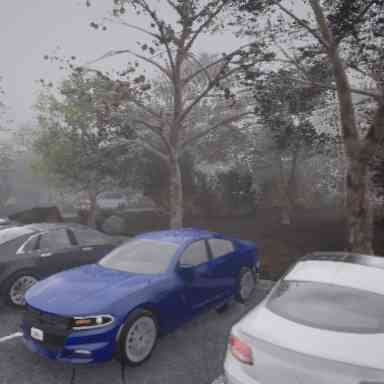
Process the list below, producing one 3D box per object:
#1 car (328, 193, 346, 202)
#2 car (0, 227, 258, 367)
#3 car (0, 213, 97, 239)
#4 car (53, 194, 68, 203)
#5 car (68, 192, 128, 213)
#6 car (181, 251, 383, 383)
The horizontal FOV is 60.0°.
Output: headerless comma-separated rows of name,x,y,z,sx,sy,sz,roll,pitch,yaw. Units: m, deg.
car,17.884,0.780,43.006,4.902,1.511,2.128,0,0,34
car,-0.466,1.485,6.157,2.097,1.535,5.008,0,0,36
car,-3.137,1.490,8.049,2.231,1.521,4.892,0,0,36
car,-21.208,1.109,55.396,2.150,2.045,5.566,-3,-1,35
car,-8.882,1.062,32.929,2.150,2.045,5.566,-3,-1,35
car,2.092,1.521,4.321,2.002,1.452,4.674,0,0,36
